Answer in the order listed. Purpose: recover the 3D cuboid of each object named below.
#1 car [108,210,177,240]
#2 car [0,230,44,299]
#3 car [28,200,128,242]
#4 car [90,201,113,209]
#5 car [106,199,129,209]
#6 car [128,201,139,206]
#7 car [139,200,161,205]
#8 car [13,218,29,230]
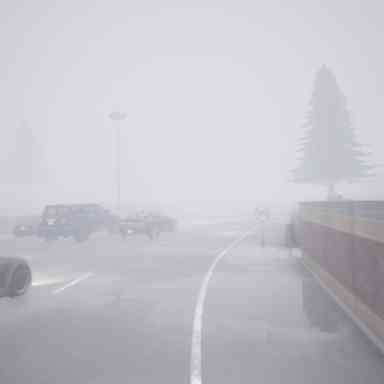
[{"bbox_3d":[-2.406,1.802,19.088,2.128,1.511,4.902,-1,-1,18],"label":"car"},{"bbox_3d":[-4.994,1.716,6.482,1.994,1.385,4.181,-1,-1,4],"label":"car"},{"bbox_3d":[-6.152,1.614,18.920,2.150,2.045,5.566,-1,0,18],"label":"car"},{"bbox_3d":[-17.404,2.435,64.337,1.895,1.301,4.718,-1,0,18],"label":"car"},{"bbox_3d":[-14.078,2.228,63.315,1.882,1.535,5.008,-1,0,18],"label":"car"},{"bbox_3d":[-10.744,2.266,62.256,1.895,1.301,4.718,-1,0,18],"label":"car"},{"bbox_3d":[-7.415,2.181,61.205,1.895,1.301,4.718,-1,0,18],"label":"car"},{"bbox_3d":[-9.116,2.044,21.048,1.994,1.385,4.181,-1,-1,18],"label":"car"}]
